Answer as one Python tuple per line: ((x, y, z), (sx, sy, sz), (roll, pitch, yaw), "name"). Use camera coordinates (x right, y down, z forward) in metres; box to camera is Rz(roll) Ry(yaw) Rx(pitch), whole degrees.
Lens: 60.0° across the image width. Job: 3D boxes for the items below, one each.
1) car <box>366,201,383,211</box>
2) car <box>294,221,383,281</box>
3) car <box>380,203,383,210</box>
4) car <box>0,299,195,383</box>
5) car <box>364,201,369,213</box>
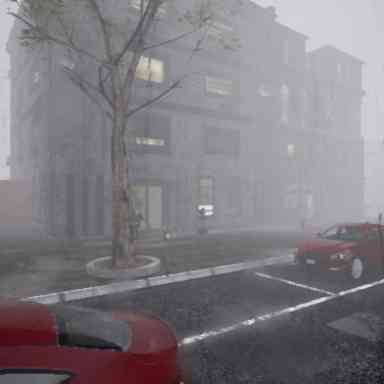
((28.837, 2.137, 49.643), (1.752, 1.417, 4.829), (-1, 0, -37), "car")
((4.971, 1.617, 10.108), (4.507, 1.381, 1.887), (1, -1, -35), "car")
((25.576, 1.996, 40.019), (1.967, 1.590, 4.097), (-1, 0, -37), "car")
((-2.110, 1.520, 1.873), (4.674, 1.442, 1.812), (1, 0, -36), "car")
((22.209, 1.938, 44.562), (2.192, 1.841, 5.009), (-1, 0, -37), "car")
